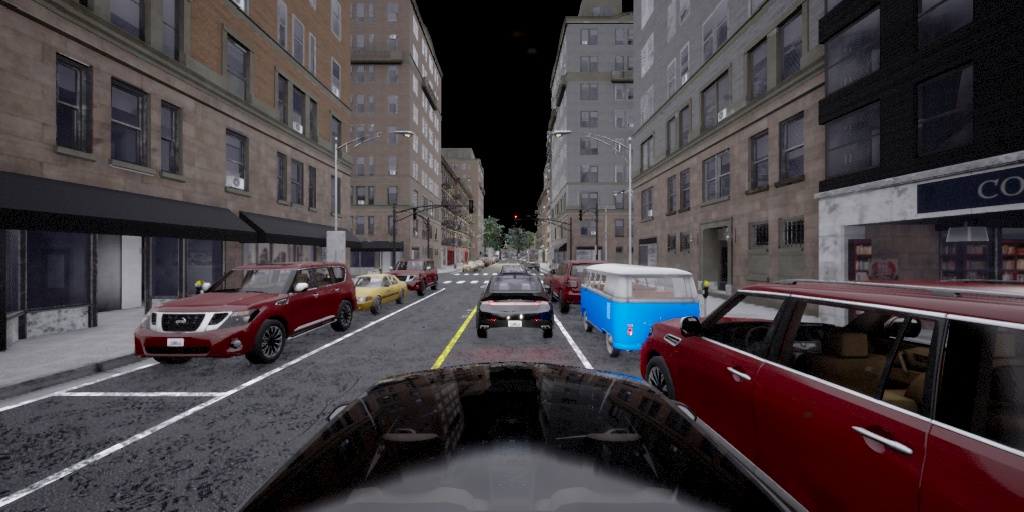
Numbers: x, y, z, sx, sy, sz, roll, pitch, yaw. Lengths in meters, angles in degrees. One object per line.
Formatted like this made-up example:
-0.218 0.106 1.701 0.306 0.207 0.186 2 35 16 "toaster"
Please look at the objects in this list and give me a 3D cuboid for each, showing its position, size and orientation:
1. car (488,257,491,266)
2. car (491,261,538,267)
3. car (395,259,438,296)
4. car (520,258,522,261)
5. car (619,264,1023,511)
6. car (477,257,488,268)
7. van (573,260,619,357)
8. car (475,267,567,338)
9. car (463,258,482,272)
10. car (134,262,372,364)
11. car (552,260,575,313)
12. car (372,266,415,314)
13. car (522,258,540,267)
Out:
-5.337 1.061 63.070 2.192 1.841 5.009 0 0 0 "car"
0.091 1.240 20.175 2.128 1.511 4.902 0 0 -1 "car"
-5.380 1.063 19.617 2.192 1.841 5.009 0 0 0 "car"
2.704 1.297 57.579 2.007 1.370 4.403 0 0 0 "car"
2.638 1.065 2.570 2.192 1.841 5.009 0 0 0 "car"
-5.346 1.272 57.418 1.751 1.417 4.829 0 0 0 "car"
2.645 1.091 8.249 1.690 1.789 3.998 0 0 0 "van"
0.083 1.241 10.124 2.128 1.511 4.902 0 0 0 "car"
-5.363 1.272 46.455 1.751 1.417 4.829 0 0 0 "car"
-5.391 1.064 8.261 2.192 1.841 5.009 0 0 0 "car"
2.652 1.064 13.928 2.192 1.841 5.009 0 0 0 "car"
-5.386 1.275 13.768 1.751 1.417 4.829 0 0 0 "car"
2.691 1.297 46.615 2.007 1.370 4.403 0 0 0 "car"
